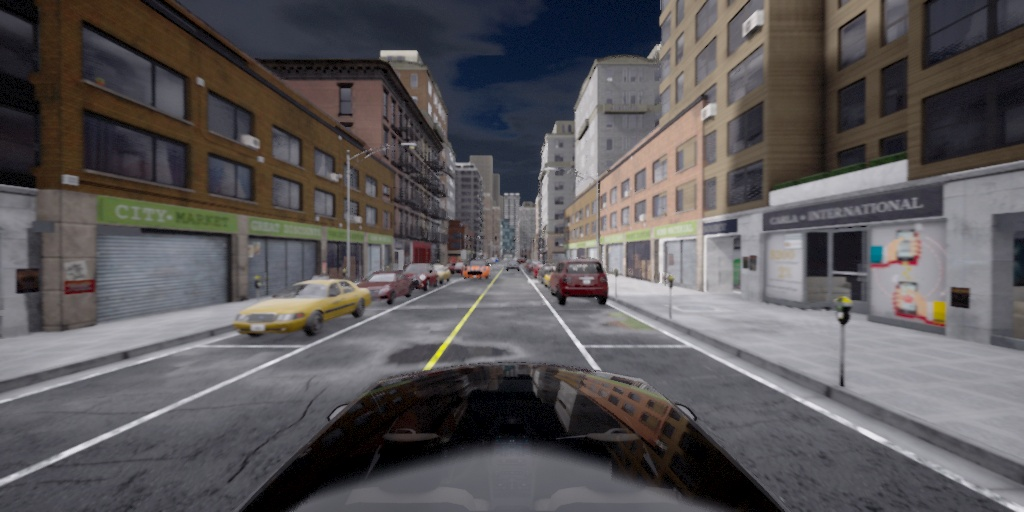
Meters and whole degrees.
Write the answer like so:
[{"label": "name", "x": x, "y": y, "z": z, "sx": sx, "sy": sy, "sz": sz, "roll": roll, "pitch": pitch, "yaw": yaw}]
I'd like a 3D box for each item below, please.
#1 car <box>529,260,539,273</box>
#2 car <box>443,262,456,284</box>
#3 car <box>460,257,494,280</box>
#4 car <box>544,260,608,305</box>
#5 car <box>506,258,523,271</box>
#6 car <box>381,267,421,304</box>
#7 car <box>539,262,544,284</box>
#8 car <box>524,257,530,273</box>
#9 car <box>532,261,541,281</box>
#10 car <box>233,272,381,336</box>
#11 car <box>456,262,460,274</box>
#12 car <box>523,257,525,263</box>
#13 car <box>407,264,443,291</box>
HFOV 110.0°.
[{"label": "car", "x": 2.861, "y": 1.319, "z": 32.562, "sx": 1.888, "sy": 1.381, "sz": 4.507, "roll": 0, "pitch": 0, "yaw": 0}, {"label": "car", "x": -5.665, "y": 1.291, "z": 26.896, "sx": 1.751, "sy": 1.417, "sz": 4.829, "roll": 0, "pitch": 0, "yaw": 0}, {"label": "car", "x": -3.055, "y": 1.124, "z": 31.910, "sx": 2.097, "sy": 1.767, "sz": 4.553, "roll": 0, "pitch": 0, "yaw": 0}, {"label": "car", "x": 2.859, "y": 1.069, "z": 16.073, "sx": 2.192, "sy": 1.841, "sz": 5.009, "roll": 0, "pitch": 0, "yaw": 0}, {"label": "car", "x": 0.111, "y": 1.358, "z": 51.244, "sx": 2.033, "sy": 1.411, "sz": 5.357, "roll": 0, "pitch": 0, "yaw": 0}, {"label": "car", "x": -5.666, "y": 1.336, "z": 16.074, "sx": 1.802, "sy": 1.307, "sz": 4.207, "roll": 0, "pitch": 0, "yaw": 0}, {"label": "car", "x": 2.860, "y": 1.285, "z": 21.740, "sx": 1.751, "sy": 1.417, "sz": 4.829, "roll": 0, "pitch": 0, "yaw": 0}, {"label": "car", "x": 2.863, "y": 1.234, "z": 43.556, "sx": 1.967, "sy": 1.591, "sz": 4.097, "roll": 0, "pitch": 0, "yaw": 0}, {"label": "car", "x": 2.860, "y": 1.316, "z": 27.065, "sx": 2.007, "sy": 1.370, "sz": 4.403, "roll": 0, "pitch": 0, "yaw": 0}, {"label": "car", "x": -5.667, "y": 1.277, "z": 10.407, "sx": 1.751, "sy": 1.417, "sz": 4.829, "roll": 0, "pitch": 0, "yaw": 0}, {"label": "car", "x": -5.663, "y": 1.329, "z": 38.060, "sx": 1.888, "sy": 1.381, "sz": 4.507, "roll": 0, "pitch": 0, "yaw": 0}, {"label": "car", "x": 2.863, "y": 1.246, "z": 49.053, "sx": 1.967, "sy": 1.591, "sz": 4.097, "roll": 0, "pitch": 0, "yaw": 0}, {"label": "car", "x": -5.666, "y": 1.199, "z": 21.570, "sx": 1.967, "sy": 1.591, "sz": 4.097, "roll": 0, "pitch": 0, "yaw": 0}]
